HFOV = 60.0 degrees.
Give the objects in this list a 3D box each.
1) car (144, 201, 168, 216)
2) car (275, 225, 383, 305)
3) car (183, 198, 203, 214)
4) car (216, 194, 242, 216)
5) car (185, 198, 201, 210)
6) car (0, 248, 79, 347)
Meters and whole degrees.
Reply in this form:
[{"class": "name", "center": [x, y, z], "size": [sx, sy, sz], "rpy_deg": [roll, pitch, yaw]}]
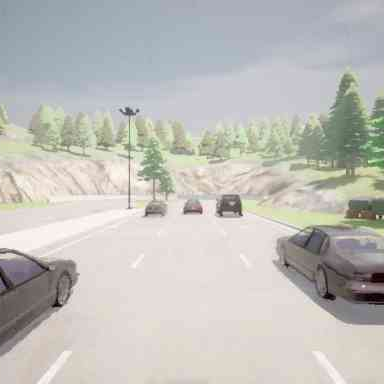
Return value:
[{"class": "car", "center": [-3.392, 1.547, 31.928], "size": [2.033, 1.411, 5.357], "rpy_deg": [0, 0, 0]}, {"class": "car", "center": [3.603, 1.547, 8.337], "size": [2.033, 1.411, 5.357], "rpy_deg": [0, 0, 0]}, {"class": "car", "center": [0.108, 1.564, 35.032], "size": [1.994, 1.385, 4.181], "rpy_deg": [0, 0, 0]}, {"class": "car", "center": [3.611, 1.223, 32.844], "size": [2.150, 2.045, 5.566], "rpy_deg": [0, 0, 0]}, {"class": "car", "center": [0.159, 1.547, 44.288], "size": [2.033, 1.411, 5.357], "rpy_deg": [0, 0, 1]}, {"class": "car", "center": [-3.399, 1.547, 4.853], "size": [2.033, 1.411, 5.357], "rpy_deg": [0, 0, 0]}]
